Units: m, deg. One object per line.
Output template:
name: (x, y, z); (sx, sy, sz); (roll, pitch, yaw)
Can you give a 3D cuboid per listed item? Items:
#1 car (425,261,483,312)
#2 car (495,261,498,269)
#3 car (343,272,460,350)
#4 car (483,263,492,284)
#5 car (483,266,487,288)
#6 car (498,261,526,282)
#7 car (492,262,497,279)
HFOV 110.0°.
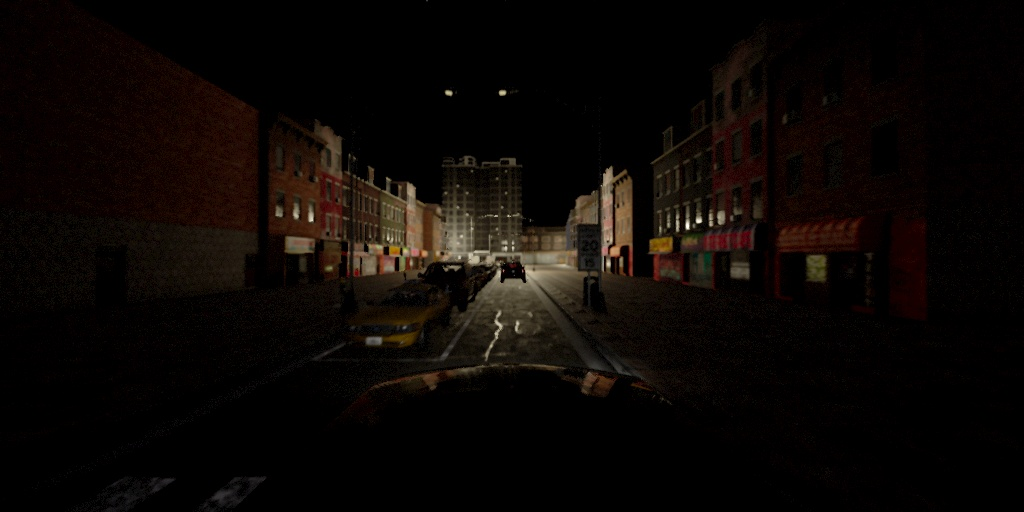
car: (-2.635, 1.140, 14.883); (2.192, 1.841, 5.009); (0, 0, 0)
car: (-2.632, 1.518, 36.690); (1.948, 1.339, 4.313); (0, 0, 0)
car: (-2.636, 1.320, 9.261); (1.751, 1.417, 4.829); (0, 0, 0)
car: (-2.633, 1.413, 25.617); (1.751, 1.417, 4.829); (0, 0, 0)
car: (-2.634, 1.439, 20.335); (1.802, 1.307, 4.207); (0, 0, 0)
car: (0.106, 1.271, 31.081); (2.097, 1.767, 4.553); (0, 0, 0)
car: (-2.633, 1.486, 31.238); (1.948, 1.339, 4.313); (0, 0, 0)
